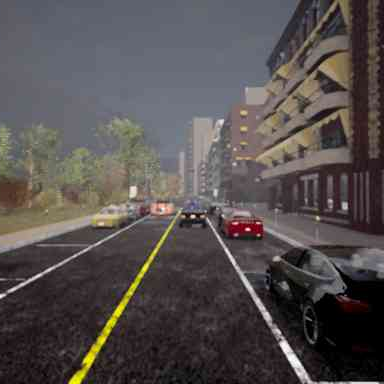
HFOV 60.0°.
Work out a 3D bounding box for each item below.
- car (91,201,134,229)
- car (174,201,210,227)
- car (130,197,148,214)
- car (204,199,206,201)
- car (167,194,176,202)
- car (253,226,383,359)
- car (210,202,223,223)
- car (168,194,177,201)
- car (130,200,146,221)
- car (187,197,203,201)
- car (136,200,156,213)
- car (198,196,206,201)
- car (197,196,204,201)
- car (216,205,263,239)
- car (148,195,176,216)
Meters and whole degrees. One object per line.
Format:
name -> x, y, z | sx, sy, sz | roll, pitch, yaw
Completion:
car -> -5.357, 1.573, 22.086 | 1.752, 1.417, 4.829 | 1, 0, 0
car -> 0.048, 1.599, 23.455 | 2.033, 1.411, 5.357 | 0, 0, 0
car -> -5.380, 1.391, 33.565 | 2.192, 1.841, 5.009 | 1, 0, 0
car -> 2.496, 1.645, 34.338 | 1.947, 1.339, 4.313 | 1, 0, 0
car -> -5.502, 1.546, 88.686 | 2.192, 1.841, 5.009 | 1, 0, 0
car -> 2.559, 1.579, 6.034 | 1.947, 1.339, 4.313 | 1, 0, 0
car -> 2.521, 1.617, 23.016 | 1.947, 1.339, 4.313 | 1, 0, 0
car -> -5.515, 1.565, 94.363 | 2.192, 1.841, 5.009 | 1, 0, 0
car -> -5.370, 1.613, 27.911 | 2.008, 1.369, 4.403 | 1, 0, 0
car -> 0.017, 1.618, 39.795 | 1.812, 1.442, 4.674 | 0, 0, 0
car -> -5.395, 1.672, 39.219 | 1.802, 1.307, 4.206 | 1, 0, 0
car -> 2.399, 1.750, 78.155 | 2.008, 1.369, 4.403 | 1, 0, 0
car -> 2.361, 1.835, 95.204 | 1.802, 1.307, 4.206 | 1, 0, 0
car -> 2.534, 1.583, 17.356 | 1.887, 1.381, 4.507 | 1, 0, 0
car -> -2.896, 1.428, 33.630 | 2.097, 1.767, 4.553 | 0, 0, 0
